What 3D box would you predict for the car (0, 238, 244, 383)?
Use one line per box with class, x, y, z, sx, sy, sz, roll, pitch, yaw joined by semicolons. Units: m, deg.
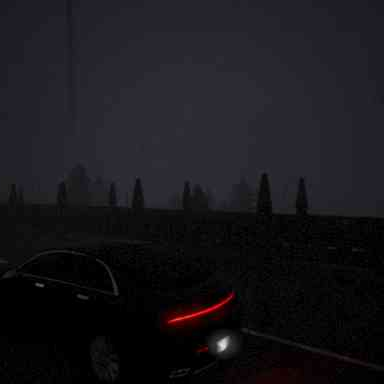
car;-1.571;1.517;5.320;4.892;1.490;1.837;0;0;37
